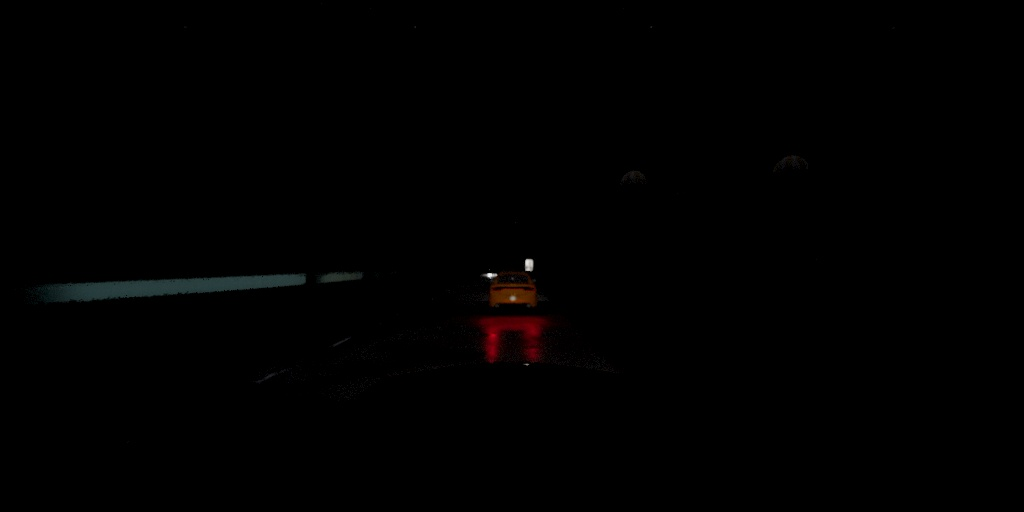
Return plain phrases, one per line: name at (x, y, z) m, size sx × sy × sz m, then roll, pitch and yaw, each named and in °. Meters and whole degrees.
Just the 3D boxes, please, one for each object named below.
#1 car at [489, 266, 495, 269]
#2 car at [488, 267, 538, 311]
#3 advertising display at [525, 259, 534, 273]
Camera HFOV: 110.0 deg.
car at (-2.820, 2.256, 58.628) m, size 1.895 × 1.301 × 4.718 m, roll 0°, pitch -1°, yaw 0°
car at (0.054, 1.408, 15.435) m, size 1.882 × 1.535 × 5.008 m, roll 0°, pitch -1°, yaw 0°
advertising display at (3.112, 1.810, 64.942) m, size 1.540 × 2.440 × 0.280 m, roll 0°, pitch 0°, yaw 0°
